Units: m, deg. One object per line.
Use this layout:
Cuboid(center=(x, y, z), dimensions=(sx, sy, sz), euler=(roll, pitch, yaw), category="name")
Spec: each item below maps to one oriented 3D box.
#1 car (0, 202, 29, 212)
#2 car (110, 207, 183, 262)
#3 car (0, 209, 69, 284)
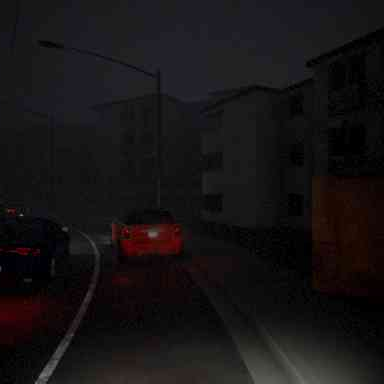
Cuboid(center=(-14.059, 1.502, 25.917), dimensions=(1.812, 1.442, 4.674), euler=(0, 0, -44), category="car")
Cuboid(center=(-1.857, 1.346, 12.389), dimensions=(2.097, 1.767, 4.553), euler=(0, 0, -18), category="car")
Cuboid(center=(-4.691, 1.469, 9.416), dimensions=(1.882, 1.535, 5.008), euler=(0, 0, -13), category="car")
